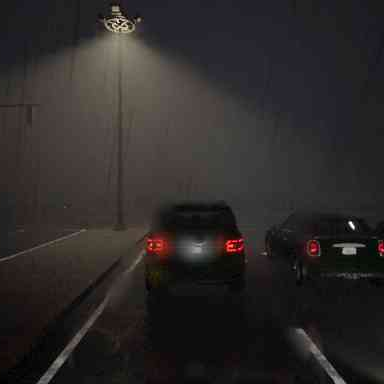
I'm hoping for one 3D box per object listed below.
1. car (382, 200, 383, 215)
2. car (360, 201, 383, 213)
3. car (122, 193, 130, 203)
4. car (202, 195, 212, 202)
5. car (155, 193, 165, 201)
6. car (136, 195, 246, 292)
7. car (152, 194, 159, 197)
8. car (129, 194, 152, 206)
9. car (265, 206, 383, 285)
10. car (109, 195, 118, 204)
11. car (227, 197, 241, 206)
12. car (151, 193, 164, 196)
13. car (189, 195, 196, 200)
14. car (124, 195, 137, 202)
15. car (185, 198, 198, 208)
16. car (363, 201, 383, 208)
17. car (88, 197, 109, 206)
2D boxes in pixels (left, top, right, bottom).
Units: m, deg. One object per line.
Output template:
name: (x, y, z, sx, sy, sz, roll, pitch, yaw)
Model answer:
car: (21.431, 1.526, 32.550, 4.674, 1.442, 1.812, 0, 0, 1)
car: (21.093, 1.601, 36.054, 4.718, 1.301, 1.895, 0, 0, 1)
car: (-15.099, 1.225, 71.887, 2.150, 2.045, 5.566, 0, 0, 0)
car: (3.395, 1.478, 76.355, 1.882, 1.535, 5.008, 0, 0, 0)
car: (-8.085, 1.210, 84.225, 2.150, 2.045, 5.566, 0, 0, 0)
car: (0.067, 1.222, 9.075, 2.150, 2.045, 5.566, 0, 0, 0)
car: (-8.141, 1.547, 62.932, 2.033, 1.411, 5.357, 0, 0, 1)
car: (-8.166, 1.491, 53.185, 2.128, 1.511, 4.902, 0, 0, 0)
car: (3.566, 1.352, 9.648, 2.097, 1.767, 4.553, 0, 0, 0)
car: (-15.140, 1.601, 61.991, 1.895, 1.301, 4.718, 0, 0, 0)
car: (6.963, 1.600, 55.402, 1.895, 1.301, 4.718, 0, 0, 1)
car: (-8.101, 1.225, 73.453, 2.150, 2.045, 5.566, 0, 0, 0)
car: (0.120, 1.595, 95.391, 1.895, 1.301, 4.718, 0, 0, 1)
car: (-15.104, 1.525, 81.988, 2.128, 1.511, 4.902, 0, 0, 0)
car: (-0.006, 1.601, 50.537, 1.895, 1.301, 4.718, 0, 0, 0)
car: (7.066, 1.221, 8.772, 2.150, 2.045, 5.566, 0, 0, 0)
car: (-15.162, 1.564, 53.238, 1.994, 1.385, 4.181, 0, 0, 0)
